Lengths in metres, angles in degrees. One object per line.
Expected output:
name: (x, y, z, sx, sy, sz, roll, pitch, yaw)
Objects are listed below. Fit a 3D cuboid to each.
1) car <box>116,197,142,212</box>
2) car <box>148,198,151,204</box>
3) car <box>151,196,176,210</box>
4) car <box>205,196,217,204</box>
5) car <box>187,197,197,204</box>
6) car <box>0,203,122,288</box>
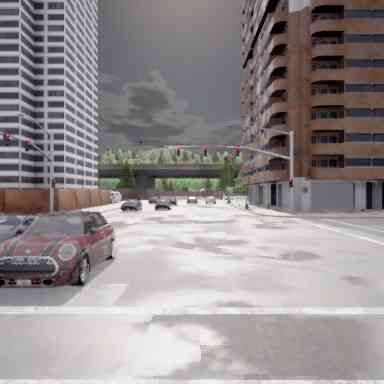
car: (-7.085, 1.547, 39.518, 2.033, 1.411, 5.357, 0, 0, 0)
car: (-6.987, 1.547, 62.201, 2.033, 1.411, 5.357, 0, 0, 0)
car: (-3.583, 1.547, 42.327, 2.033, 1.411, 5.357, 0, 0, 0)
car: (3.523, 1.525, 63.187, 1.812, 1.442, 4.674, 0, 0, 0)
car: (0.023, 1.564, 63.186, 1.994, 1.385, 4.181, 0, 0, 0)
car: (-3.598, 1.352, 9.364, 2.097, 1.767, 4.553, 0, 0, 0)
